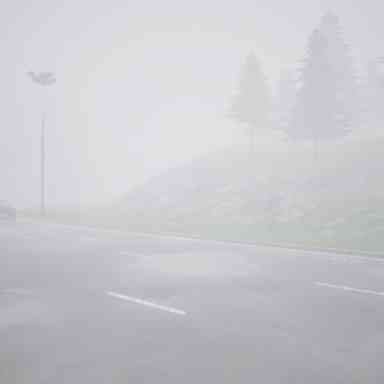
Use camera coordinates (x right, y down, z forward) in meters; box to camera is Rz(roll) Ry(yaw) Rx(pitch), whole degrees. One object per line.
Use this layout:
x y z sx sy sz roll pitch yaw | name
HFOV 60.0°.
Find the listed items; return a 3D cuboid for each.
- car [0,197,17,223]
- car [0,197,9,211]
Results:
-14.285 1.386 24.043 1.882 1.535 5.008 0 0 -44 | car
-22.632 1.360 38.404 1.837 1.490 4.892 0 0 -19 | car
